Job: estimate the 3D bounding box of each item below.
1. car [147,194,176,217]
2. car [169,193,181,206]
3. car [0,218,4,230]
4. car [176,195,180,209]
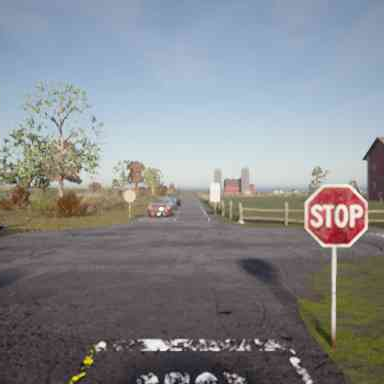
[{"bbox_3d":[-2.849,1.314,30.784,2.097,1.767,4.553,0,0,0],"label":"car"},{"bbox_3d":[-2.834,1.159,51.133,2.150,2.045,5.566,0,0,0],"label":"car"},{"bbox_3d":[-12.646,1.668,16.960,5.357,1.411,2.033,-1,0,-1],"label":"car"},{"bbox_3d":[-2.844,1.476,40.834,1.812,1.442,4.674,0,0,1],"label":"car"}]
